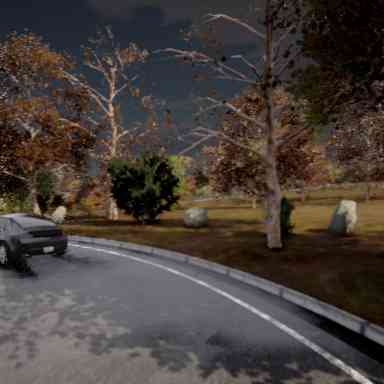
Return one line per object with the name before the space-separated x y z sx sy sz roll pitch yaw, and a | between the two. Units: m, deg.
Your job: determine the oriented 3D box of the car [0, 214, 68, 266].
car | -6.319 1.549 11.901 4.892 1.490 1.837 0 -1 40
